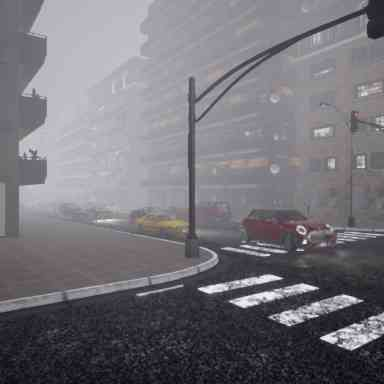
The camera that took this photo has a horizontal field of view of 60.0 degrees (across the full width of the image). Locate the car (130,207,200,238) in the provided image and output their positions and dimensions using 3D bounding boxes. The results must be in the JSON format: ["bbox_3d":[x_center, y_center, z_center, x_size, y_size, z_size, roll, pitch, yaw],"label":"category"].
[{"bbox_3d":[-1.823,1.832,19.956,1.752,1.417,4.829,-1,0,-36],"label":"car"}]

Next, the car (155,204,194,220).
[{"bbox_3d":[-1.885,2.044,34.214,1.887,1.381,4.507,-1,0,-36],"label":"car"}]

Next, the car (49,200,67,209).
[{"bbox_3d":[-28.577,2.623,70.829,2.192,1.841,5.009,-1,0,-36],"label":"car"}]

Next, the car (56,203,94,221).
[{"bbox_3d":[-11.930,2.163,33.825,1.887,1.381,4.507,-1,0,-36],"label":"car"}]

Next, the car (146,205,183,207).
[{"bbox_3d":[-3.173,1.901,26.230,2.128,1.511,4.902,0,-1,-36],"label":"car"}]

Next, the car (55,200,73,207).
[{"bbox_3d":[-16.239,2.160,44.224,2.097,1.767,4.553,0,-1,-36],"label":"car"}]

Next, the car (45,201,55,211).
[{"bbox_3d":[-25.285,2.754,62.001,1.895,1.301,4.718,0,-1,-36],"label":"car"}]

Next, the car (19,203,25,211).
[{"bbox_3d":[-31.946,2.769,61.287,1.887,1.381,4.507,-1,0,-36],"label":"car"}]

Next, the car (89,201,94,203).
[{"bbox_3d":[-16.462,2.307,55.009,2.097,1.767,4.553,0,-1,-36],"label":"car"}]

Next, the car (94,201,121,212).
[{"bbox_3d":[-12.437,2.289,49.550,1.801,1.575,5.366,0,-1,-36],"label":"car"}]

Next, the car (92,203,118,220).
[{"bbox_3d":[-9.945,2.180,35.539,1.994,1.385,4.181,0,-1,-36],"label":"car"}]

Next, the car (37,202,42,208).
[{"bbox_3d":[-35.243,3.049,79.983,1.887,1.381,4.507,-1,0,-36],"label":"car"}]

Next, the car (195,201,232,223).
[{"bbox_3d":[1.444,1.712,29.638,2.192,1.841,5.009,-1,0,-36],"label":"car"}]

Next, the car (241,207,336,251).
[{"bbox_3d":[4.183,1.517,15.109,2.097,1.767,4.553,0,-1,-26],"label":"car"}]

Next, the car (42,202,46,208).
[{"bbox_3d":[-31.906,2.972,75.405,1.947,1.339,4.313,-1,0,-36],"label":"car"}]

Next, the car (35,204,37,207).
[{"bbox_3d":[-38.573,3.167,84.563,1.947,1.339,4.313,-1,0,-36],"label":"car"}]
